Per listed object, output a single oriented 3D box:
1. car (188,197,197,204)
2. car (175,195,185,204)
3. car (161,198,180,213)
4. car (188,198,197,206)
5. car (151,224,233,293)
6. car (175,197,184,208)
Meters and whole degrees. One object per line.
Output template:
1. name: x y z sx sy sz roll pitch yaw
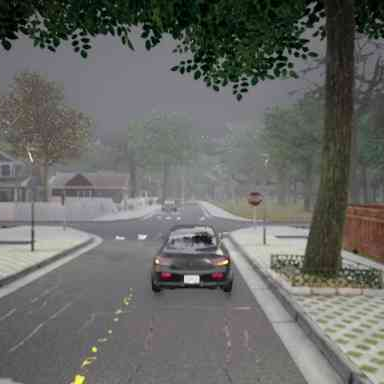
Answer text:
1. car: 0.038 1.994 78.370 1.994 1.385 4.181 0 -1 0
2. car: -2.718 1.746 71.160 2.150 2.045 5.566 0 -1 0
3. car: -2.823 1.786 41.867 1.812 1.442 4.674 0 -1 0
4. car: 0.086 2.110 68.299 1.895 1.301 4.718 0 -1 0
5. car: 0.013 1.574 8.911 1.812 1.442 4.674 0 0 0
6. car: -2.812 1.950 55.881 1.994 1.385 4.181 0 0 0
